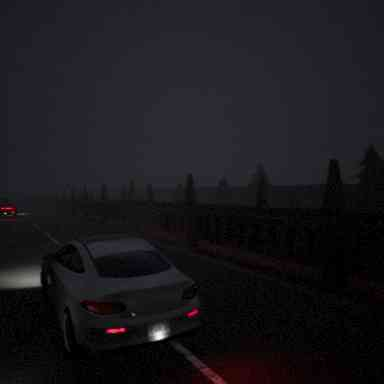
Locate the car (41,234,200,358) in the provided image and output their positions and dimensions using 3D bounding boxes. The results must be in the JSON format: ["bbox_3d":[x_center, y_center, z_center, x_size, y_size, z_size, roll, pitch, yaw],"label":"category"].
[{"bbox_3d":[-1.567,1.510,6.067,1.812,1.442,4.674,-1,0,-30],"label":"car"}]

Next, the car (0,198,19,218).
[{"bbox_3d":[-16.880,1.572,30.126,1.837,1.490,4.892,-1,0,-30],"label":"car"}]
